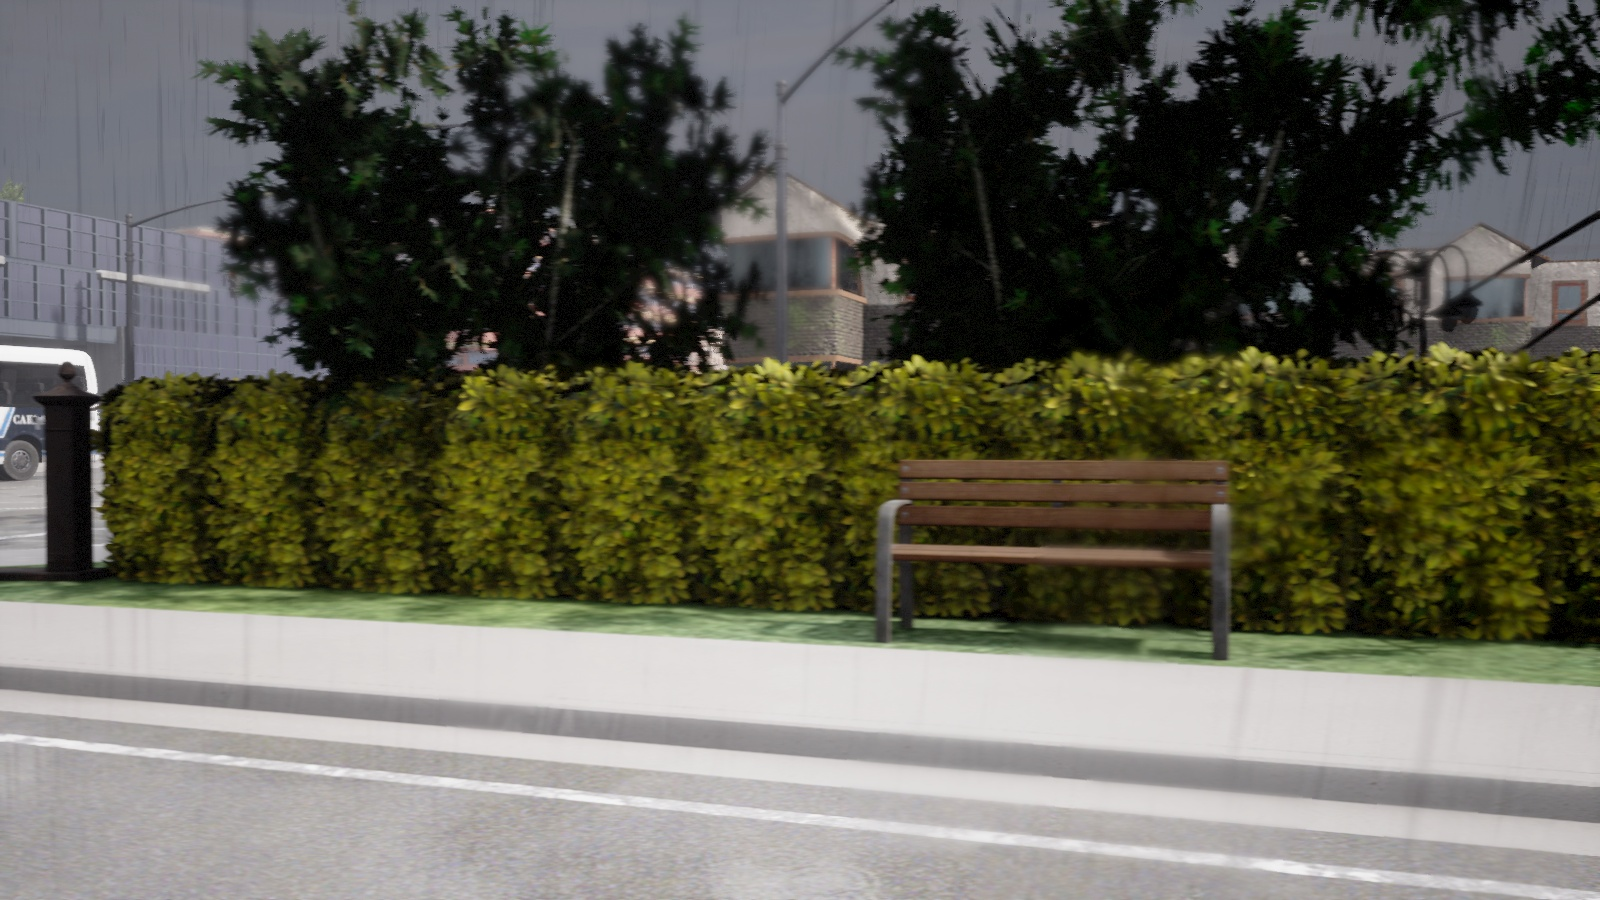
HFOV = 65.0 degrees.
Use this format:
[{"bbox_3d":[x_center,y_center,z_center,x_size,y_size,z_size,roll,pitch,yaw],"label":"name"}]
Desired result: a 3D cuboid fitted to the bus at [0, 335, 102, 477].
[{"bbox_3d":[-26.330,-1.298,36.780,3.944,4.253,10.273,0,1,19],"label":"bus"}]
